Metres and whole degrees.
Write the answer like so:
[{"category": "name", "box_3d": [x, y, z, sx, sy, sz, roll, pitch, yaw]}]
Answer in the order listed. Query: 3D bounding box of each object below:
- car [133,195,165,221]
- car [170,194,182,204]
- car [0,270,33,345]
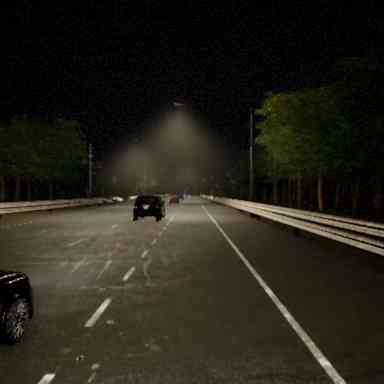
[{"category": "car", "box_3d": [-3.496, 1.289, 27.734, 2.150, 2.045, 5.566, 0, 0, 0]}, {"category": "car", "box_3d": [-3.490, 1.709, 66.809, 1.812, 1.442, 4.674, 0, 0, 0]}, {"category": "car", "box_3d": [-3.499, 1.501, 3.499, 2.128, 1.511, 4.902, 0, 0, 0]}]
